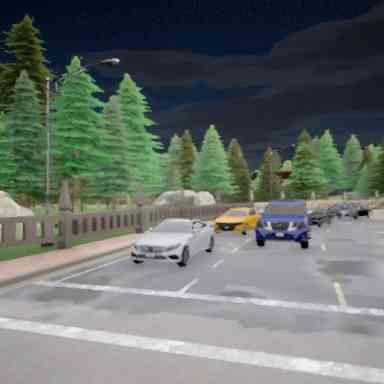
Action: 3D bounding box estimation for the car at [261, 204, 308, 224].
[{"bbox_3d":[8.296,1.855,29.514,2.128,1.511,4.902,-1,-1,40],"label":"car"}]

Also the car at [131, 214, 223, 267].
[{"bbox_3d":[-0.470,1.700,12.387,1.812,1.442,4.674,-1,-1,21],"label":"car"}]

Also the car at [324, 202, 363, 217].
[{"bbox_3d":[17.418,1.918,38.139,4.892,1.490,1.837,0,-1,-35],"label":"car"}]

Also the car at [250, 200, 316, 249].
[{"bbox_3d":[4.589,1.407,16.072,2.150,2.045,5.566,-1,-1,22],"label":"car"}]

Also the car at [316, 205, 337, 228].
[{"bbox_3d":[9.180,1.884,24.946,1.895,1.301,4.718,-1,-1,35],"label":"car"}]

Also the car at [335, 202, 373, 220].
[{"bbox_3d":[15.897,1.831,32.484,4.902,1.511,2.128,0,-1,-41],"label":"car"}]

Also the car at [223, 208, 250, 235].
[{"bbox_3d":[3.044,1.755,21.009,1.882,1.535,5.008,-1,-1,26],"label":"car"}]
